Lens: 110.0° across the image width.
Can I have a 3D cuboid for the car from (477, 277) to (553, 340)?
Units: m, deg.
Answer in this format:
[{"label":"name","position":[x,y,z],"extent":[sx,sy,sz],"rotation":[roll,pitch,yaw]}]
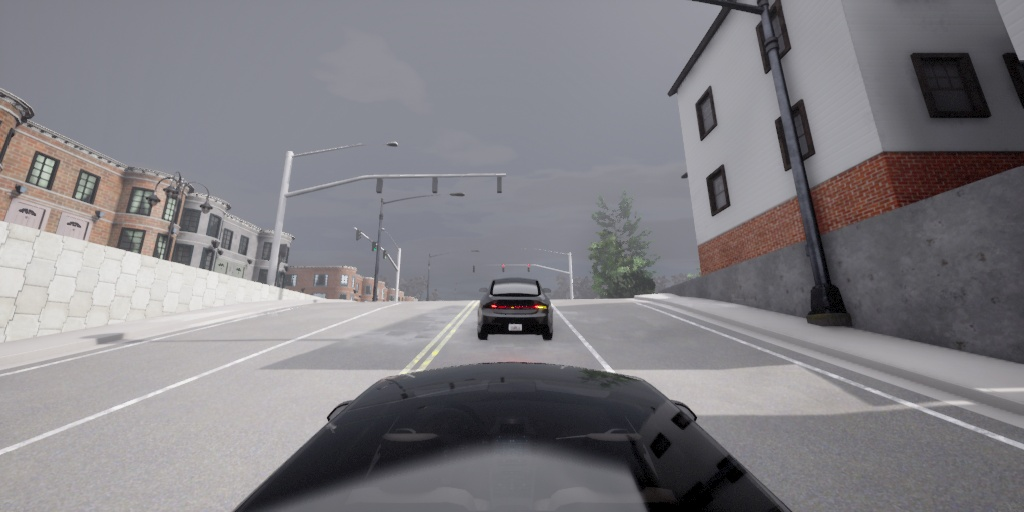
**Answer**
[{"label":"car","position":[0.090,1.352,10.353],"extent":[1.837,1.490,4.892],"rotation":[0,0,0]}]
